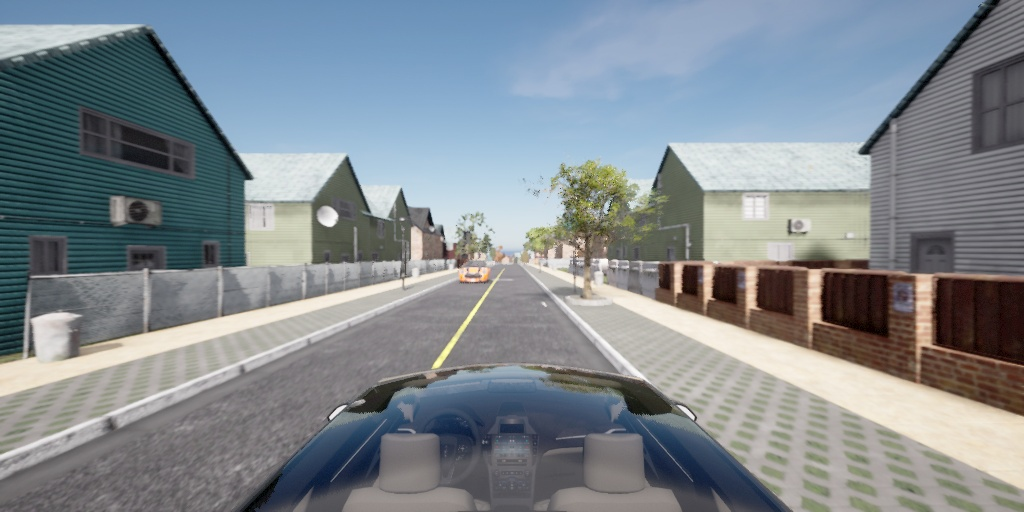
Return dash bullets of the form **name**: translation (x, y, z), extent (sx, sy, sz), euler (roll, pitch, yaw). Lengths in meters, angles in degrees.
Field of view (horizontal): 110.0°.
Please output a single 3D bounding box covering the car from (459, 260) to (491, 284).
- **car**: translation (-2.718, 1.114, 27.242), extent (2.097, 1.767, 4.553), euler (0, 0, 0)
